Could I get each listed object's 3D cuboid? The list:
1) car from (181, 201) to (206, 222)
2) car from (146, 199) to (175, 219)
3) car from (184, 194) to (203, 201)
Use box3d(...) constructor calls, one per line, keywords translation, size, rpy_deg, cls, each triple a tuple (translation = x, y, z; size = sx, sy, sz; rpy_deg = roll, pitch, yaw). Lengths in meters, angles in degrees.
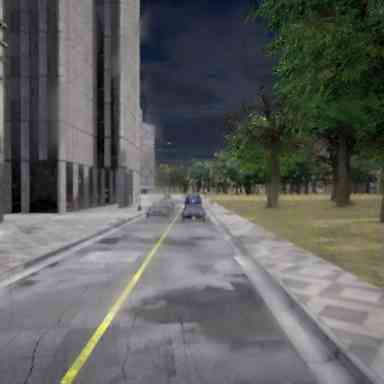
box3d(translation=(0.137, 1.661, 27.154), size=(1.895, 1.301, 4.718), rpy_deg=(0, 0, 1), cls="car")
box3d(translation=(-2.920, 1.616, 29.826), size=(1.994, 1.385, 4.181), rpy_deg=(0, 0, 0), cls="car")
box3d(translation=(0.190, 1.251, 43.137), size=(2.150, 2.045, 5.566), rpy_deg=(0, 1, 1), cls="car")
